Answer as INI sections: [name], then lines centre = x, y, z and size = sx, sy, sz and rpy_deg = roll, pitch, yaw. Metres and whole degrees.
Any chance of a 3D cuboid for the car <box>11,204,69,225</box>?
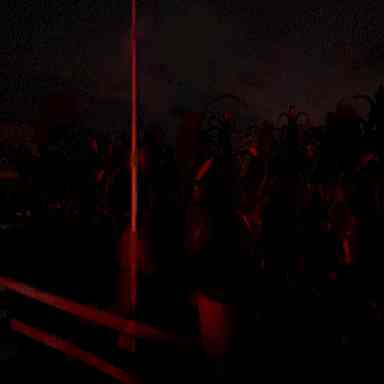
[car]
centre = -11.359, 1.673, 25.584
size = 1.812, 1.442, 4.674
rpy_deg = 0, 0, 36
